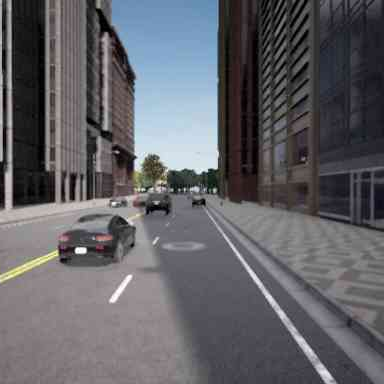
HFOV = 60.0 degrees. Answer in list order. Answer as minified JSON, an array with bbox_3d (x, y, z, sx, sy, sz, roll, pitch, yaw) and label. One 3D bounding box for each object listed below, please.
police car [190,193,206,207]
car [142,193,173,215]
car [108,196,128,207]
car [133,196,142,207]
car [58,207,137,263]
[{"bbox_3d":[0.976,1.228,46.747,1.930,1.638,5.238,0,0,0],"label":"police car"},{"bbox_3d":[-3.150,1.087,32.248,2.150,2.045,5.566,0,0,0],"label":"car"},{"bbox_3d":[-9.832,1.302,44.349,2.128,1.511,4.902,0,0,0],"label":"car"},{"bbox_3d":[-6.583,1.291,44.195,1.882,1.535,5.008,0,1,0],"label":"car"},{"bbox_3d":[-3.136,1.478,11.706,1.812,1.442,4.674,0,0,0],"label":"car"}]
